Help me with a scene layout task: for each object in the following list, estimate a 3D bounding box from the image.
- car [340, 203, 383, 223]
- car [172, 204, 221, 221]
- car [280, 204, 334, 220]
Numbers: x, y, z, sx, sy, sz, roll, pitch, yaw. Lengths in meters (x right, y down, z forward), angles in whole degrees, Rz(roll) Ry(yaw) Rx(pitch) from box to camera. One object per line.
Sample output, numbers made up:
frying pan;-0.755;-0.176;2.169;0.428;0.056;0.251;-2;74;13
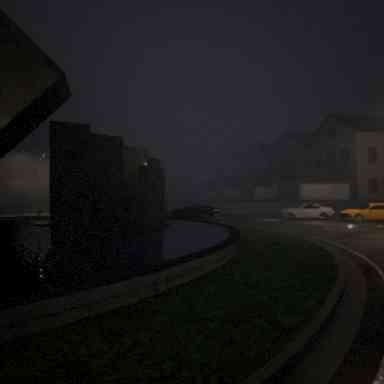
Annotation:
car;14.585;1.667;26.784;5.008;1.535;1.882;-1;-1;1
car;0.336;1.901;31.392;4.902;1.511;2.128;-1;-1;30
car;10.521;1.810;30.607;4.674;1.442;1.812;-1;0;8
